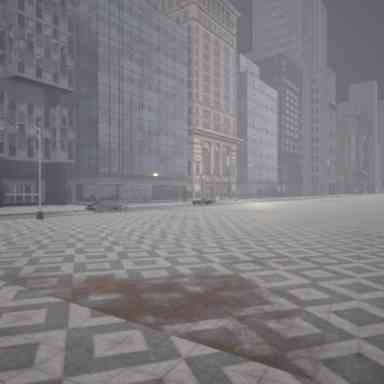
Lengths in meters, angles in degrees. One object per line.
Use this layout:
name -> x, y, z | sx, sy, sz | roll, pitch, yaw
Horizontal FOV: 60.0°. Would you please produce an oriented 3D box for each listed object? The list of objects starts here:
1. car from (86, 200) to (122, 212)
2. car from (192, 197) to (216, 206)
car -> -10.154, 1.567, 38.509 | 1.994, 1.385, 4.181 | 0, 0, 35
car -> 2.029, 1.568, 55.451 | 1.895, 1.301, 4.718 | 0, 0, 35
